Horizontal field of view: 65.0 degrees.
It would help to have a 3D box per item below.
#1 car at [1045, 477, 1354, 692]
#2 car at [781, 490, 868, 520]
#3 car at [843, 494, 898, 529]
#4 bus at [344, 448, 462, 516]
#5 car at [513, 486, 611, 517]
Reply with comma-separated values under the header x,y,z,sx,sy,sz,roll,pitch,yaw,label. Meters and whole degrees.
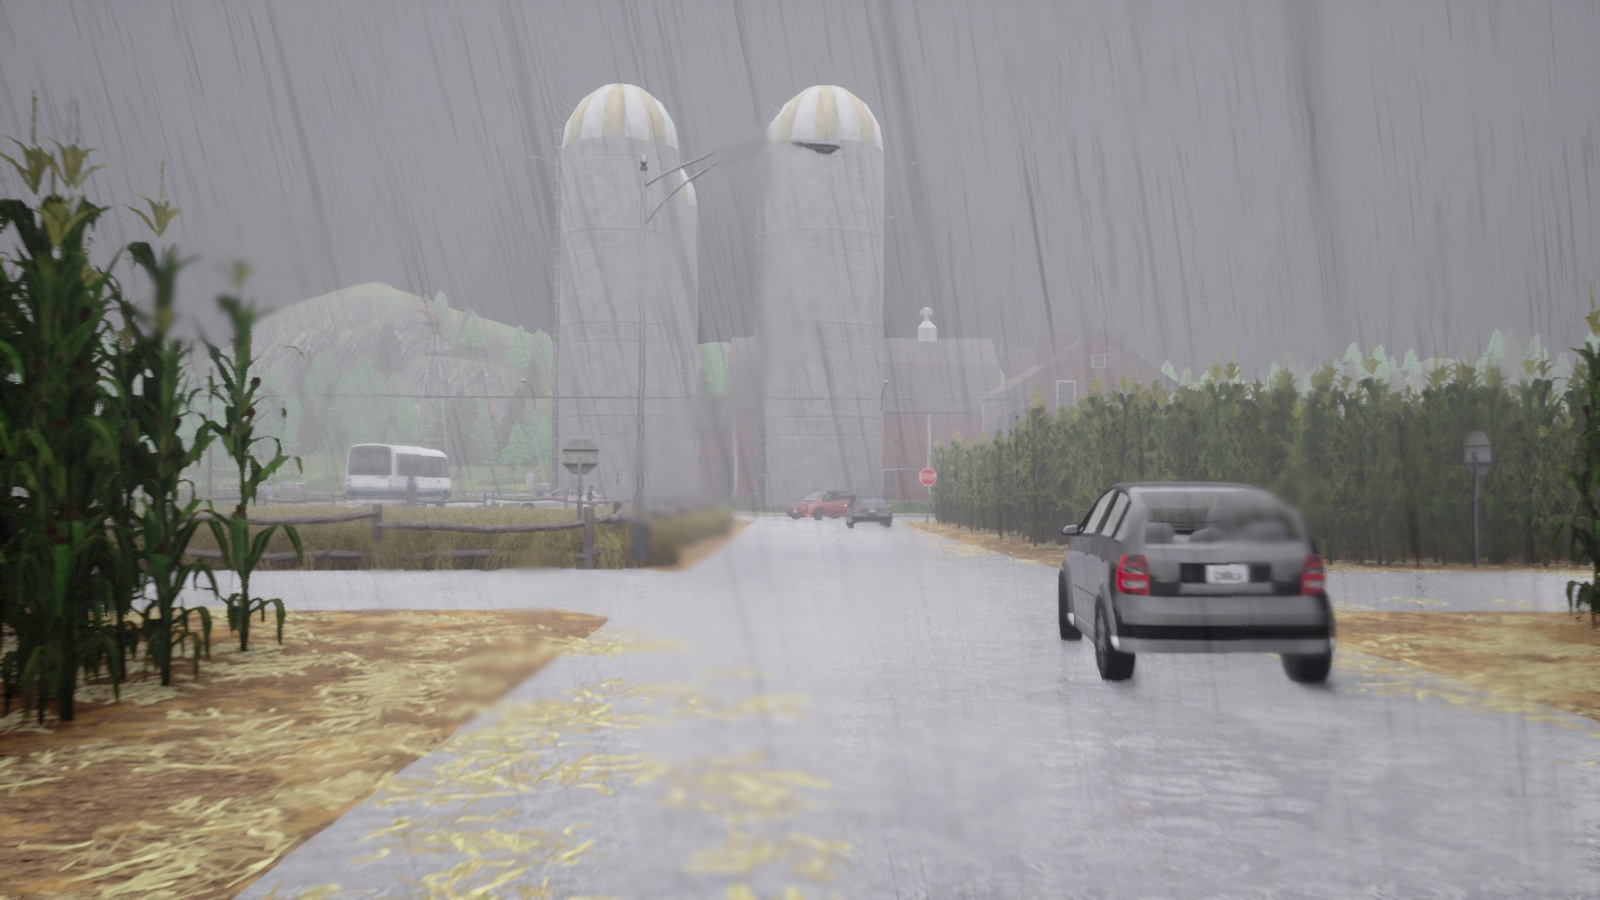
x,y,z,sx,sy,sz,roll,pitch,yaw,label
3.253,1.028,10.983,1.789,1.549,3.705,-1,-2,5,car
1.320,2.861,66.048,2.007,1.525,4.514,-2,-3,45,car
2.972,2.602,54.114,2.033,1.411,5.357,0,-2,0,car
-26.149,2.163,83.441,3.944,4.253,10.273,0,-2,4,bus
-13.161,2.857,69.621,5.027,1.651,2.152,0,-2,0,car
